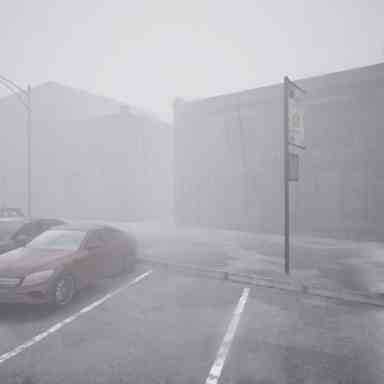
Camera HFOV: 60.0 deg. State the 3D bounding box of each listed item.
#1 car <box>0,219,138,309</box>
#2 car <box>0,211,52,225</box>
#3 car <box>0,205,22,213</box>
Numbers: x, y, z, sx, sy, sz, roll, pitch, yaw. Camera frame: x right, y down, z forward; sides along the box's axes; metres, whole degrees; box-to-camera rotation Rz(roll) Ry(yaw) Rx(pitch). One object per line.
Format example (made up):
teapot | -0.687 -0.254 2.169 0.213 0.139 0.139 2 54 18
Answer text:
car | -2.888 1.527 8.154 2.002 1.452 4.674 1 -1 16
car | -5.337 1.517 9.872 2.163 1.488 4.792 1 -1 16
car | -7.756 1.366 11.680 2.185 1.767 4.553 1 -1 16
